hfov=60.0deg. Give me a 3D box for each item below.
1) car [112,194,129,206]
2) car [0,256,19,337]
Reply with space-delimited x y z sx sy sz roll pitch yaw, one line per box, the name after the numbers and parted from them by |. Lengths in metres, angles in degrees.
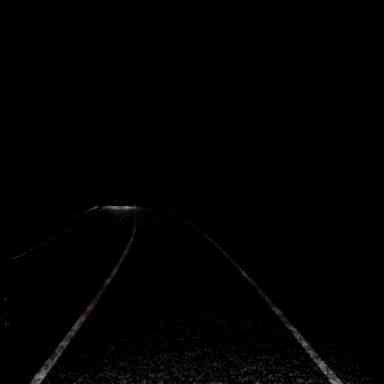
-9.472 1.103 44.422 1.837 1.490 4.892 1 0 -10 | car
-3.788 1.326 3.448 2.097 1.767 4.553 0 1 -2 | car
